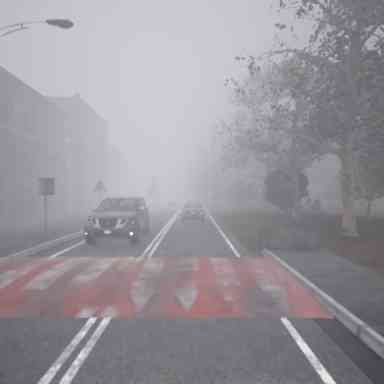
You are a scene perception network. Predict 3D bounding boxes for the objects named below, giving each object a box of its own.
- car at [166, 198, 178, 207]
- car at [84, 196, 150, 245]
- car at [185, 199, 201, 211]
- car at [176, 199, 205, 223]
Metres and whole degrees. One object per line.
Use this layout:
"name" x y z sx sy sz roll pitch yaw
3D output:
"car" -3.154 1.658 54.867 1.882 1.535 5.008 0 -1 1
"car" -3.317 1.227 15.841 2.150 2.045 5.566 0 0 0
"car" 0.177 1.632 43.323 1.994 1.385 4.181 0 0 1
"car" 0.067 1.555 25.811 2.033 1.411 5.357 0 0 0
